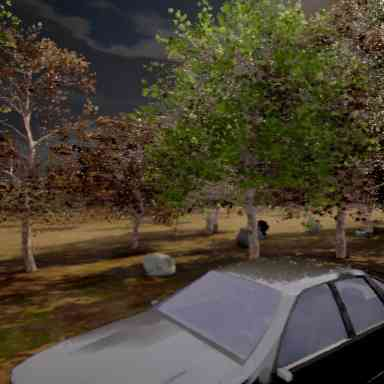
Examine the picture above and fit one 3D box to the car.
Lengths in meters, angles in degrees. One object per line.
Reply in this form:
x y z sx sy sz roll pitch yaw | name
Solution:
0.943 1.547 3.740 5.357 1.411 2.033 0 0 -35 | car
